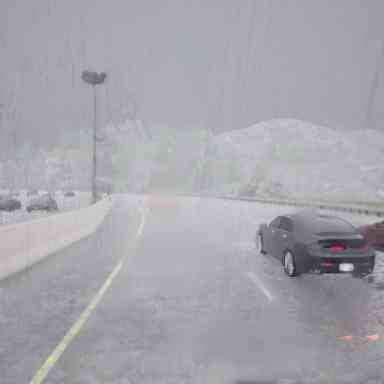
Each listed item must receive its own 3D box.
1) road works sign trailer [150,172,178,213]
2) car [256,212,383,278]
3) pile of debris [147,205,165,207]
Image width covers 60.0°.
[{"bbox_3d":[-2.601,-0.016,29.986,2.380,3.560,2.880,0,1,-11],"label":"road works sign trailer"},{"bbox_3d":[3.203,1.337,9.565,1.837,1.490,4.892,0,1,-3],"label":"car"},{"bbox_3d":[-3.971,1.578,36.877,1.860,0.140,1.500,0,1,-11],"label":"pile of debris"}]
